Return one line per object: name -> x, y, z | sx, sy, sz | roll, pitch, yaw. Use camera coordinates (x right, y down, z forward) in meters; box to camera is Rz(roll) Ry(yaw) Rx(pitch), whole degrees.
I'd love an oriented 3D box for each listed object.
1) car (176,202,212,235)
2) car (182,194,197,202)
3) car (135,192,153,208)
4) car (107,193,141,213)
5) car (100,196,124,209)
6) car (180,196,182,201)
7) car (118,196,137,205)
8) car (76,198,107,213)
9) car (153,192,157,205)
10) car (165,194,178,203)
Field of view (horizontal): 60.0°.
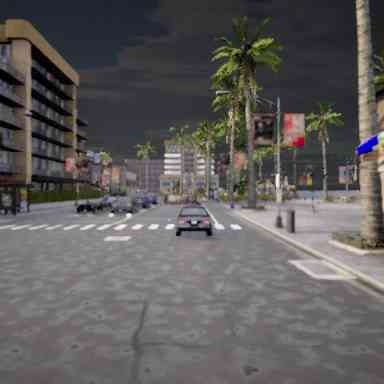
car -> 0.104, 1.486, 18.281 | 2.033, 1.411, 5.357 | 0, 0, 0
car -> -0.139, 1.285, 62.145 | 2.128, 1.511, 4.902 | 0, 0, -4
car -> -6.991, 1.074, 44.210 | 2.150, 2.045, 5.566 | 0, 0, 0
car -> -6.993, 1.236, 34.870 | 2.097, 1.767, 4.553 | 0, 0, 0
car -> -10.491, 1.331, 44.000 | 1.882, 1.535, 5.008 | 0, 0, 0
car -> -1.390, 1.238, 72.126 | 1.882, 1.535, 5.008 | 0, 0, -12
car -> -10.490, 1.367, 54.298 | 2.033, 1.411, 5.357 | 0, 0, 0
car -> -10.493, 1.485, 34.857 | 1.895, 1.301, 4.718 | 0, 0, 0
car -> -6.994, 1.039, 54.959 | 2.150, 2.045, 5.566 | 0, 0, 0
car -> -3.640, 1.319, 62.213 | 1.812, 1.442, 4.674 | 0, 0, -4
